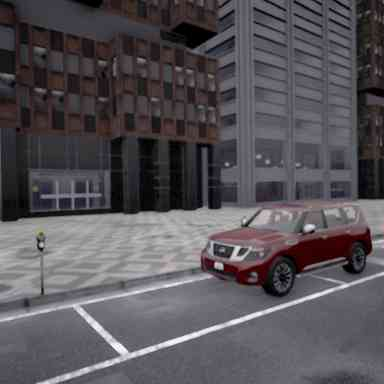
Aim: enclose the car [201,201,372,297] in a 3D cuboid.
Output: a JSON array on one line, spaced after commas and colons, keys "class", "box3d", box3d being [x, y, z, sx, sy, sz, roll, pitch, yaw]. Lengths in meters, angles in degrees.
[{"class": "car", "box3d": [2.617, 1.206, 8.501, 5.009, 1.841, 2.192, -1, 0, -35]}]
